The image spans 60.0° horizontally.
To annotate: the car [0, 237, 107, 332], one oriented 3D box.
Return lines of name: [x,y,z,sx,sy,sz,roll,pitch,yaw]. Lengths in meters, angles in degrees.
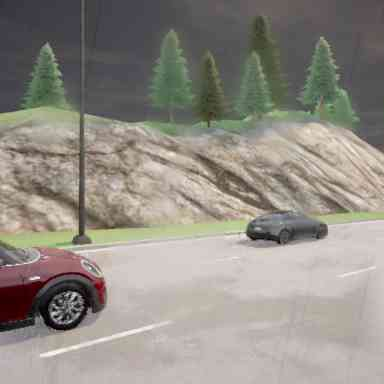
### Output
car: [-3.753,1.352,5.373,4.553,1.767,2.097,0,0,-36]

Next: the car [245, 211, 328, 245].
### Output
car: [4.469,1.563,15.548,4.181,1.385,1.994,0,0,-36]
